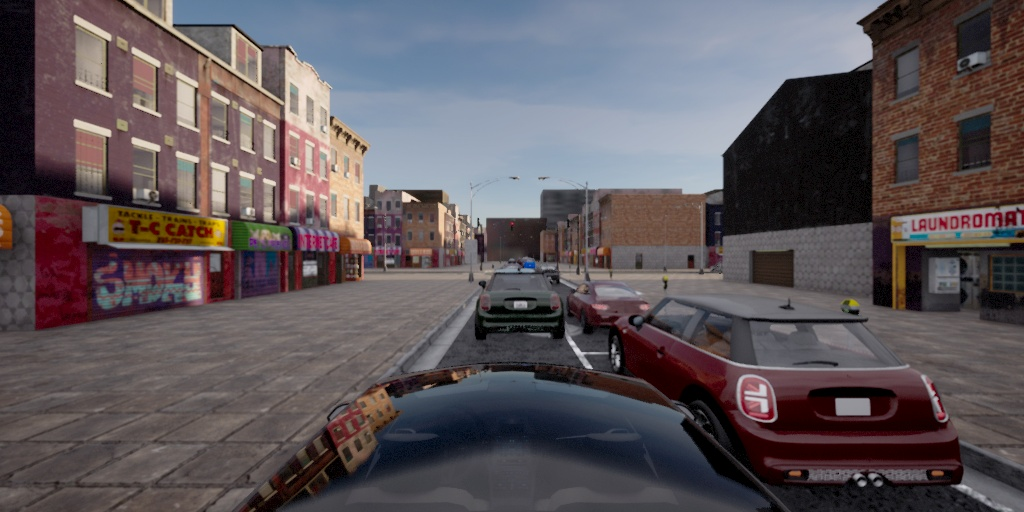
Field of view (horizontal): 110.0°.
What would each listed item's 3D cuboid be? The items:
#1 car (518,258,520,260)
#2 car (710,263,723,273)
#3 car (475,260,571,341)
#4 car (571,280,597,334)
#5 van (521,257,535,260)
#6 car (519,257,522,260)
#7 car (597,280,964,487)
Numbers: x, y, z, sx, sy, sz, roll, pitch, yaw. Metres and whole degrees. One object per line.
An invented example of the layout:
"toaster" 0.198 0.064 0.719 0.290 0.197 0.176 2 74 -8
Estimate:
"car" 2.659 1.328 65.382 1.967 1.591 4.097 0 0 0
"car" 26.082 1.313 42.416 4.902 1.511 2.128 0 0 0
"car" 0.120 1.107 10.112 2.097 1.767 4.553 0 0 -2
"car" 2.640 1.337 10.393 1.802 1.307 4.207 0 0 0
"van" 2.655 1.196 54.431 1.690 1.789 3.998 0 0 0
"car" 2.657 1.311 59.907 1.967 1.591 4.097 0 0 0
"car" 2.638 1.191 4.713 1.967 1.591 4.097 0 0 0
